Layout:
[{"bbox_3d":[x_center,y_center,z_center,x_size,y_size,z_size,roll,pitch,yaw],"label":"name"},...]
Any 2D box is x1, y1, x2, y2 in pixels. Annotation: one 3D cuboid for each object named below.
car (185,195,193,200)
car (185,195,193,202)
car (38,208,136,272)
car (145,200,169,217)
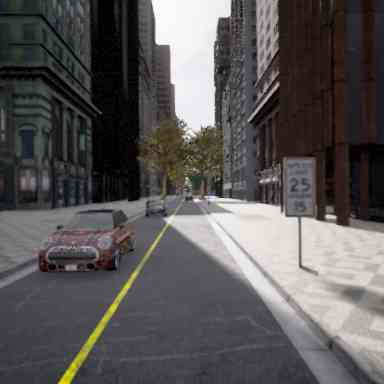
[{"bbox_3d":[-0.780,1.385,86.995,1.994,1.385,4.181,-1,0,-1],"label":"car"},{"bbox_3d":[-0.684,1.433,76.542,1.882,1.535,5.008,-1,0,-1],"label":"car"},{"bbox_3d":[-3.184,1.379,10.939,2.097,1.767,4.553,-1,0,-1],"label":"car"},{"bbox_3d":[-3.277,1.529,31.712,1.837,1.490,4.892,-1,0,0],"label":"car"}]
